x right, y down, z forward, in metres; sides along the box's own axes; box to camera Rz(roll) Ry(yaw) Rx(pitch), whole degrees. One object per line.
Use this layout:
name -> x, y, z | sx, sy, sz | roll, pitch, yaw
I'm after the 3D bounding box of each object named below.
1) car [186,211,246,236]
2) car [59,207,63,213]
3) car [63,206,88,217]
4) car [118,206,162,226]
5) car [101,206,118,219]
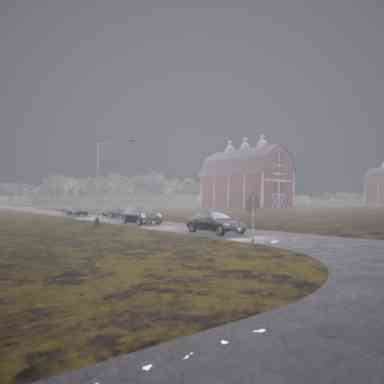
car -> 1.417, 1.951, 21.378 | 1.812, 1.442, 4.674 | 2, -2, -36
car -> -21.984, 3.101, 58.953 | 2.033, 1.411, 5.357 | 2, -2, -36
car -> -15.578, 2.740, 45.080 | 1.895, 1.301, 4.718 | 2, -2, -35
car -> -4.484, 2.028, 29.586 | 2.097, 1.767, 4.553 | 2, -3, -36
car -> -10.092, 2.572, 42.424 | 2.128, 1.511, 4.902 | 2, -2, -36
